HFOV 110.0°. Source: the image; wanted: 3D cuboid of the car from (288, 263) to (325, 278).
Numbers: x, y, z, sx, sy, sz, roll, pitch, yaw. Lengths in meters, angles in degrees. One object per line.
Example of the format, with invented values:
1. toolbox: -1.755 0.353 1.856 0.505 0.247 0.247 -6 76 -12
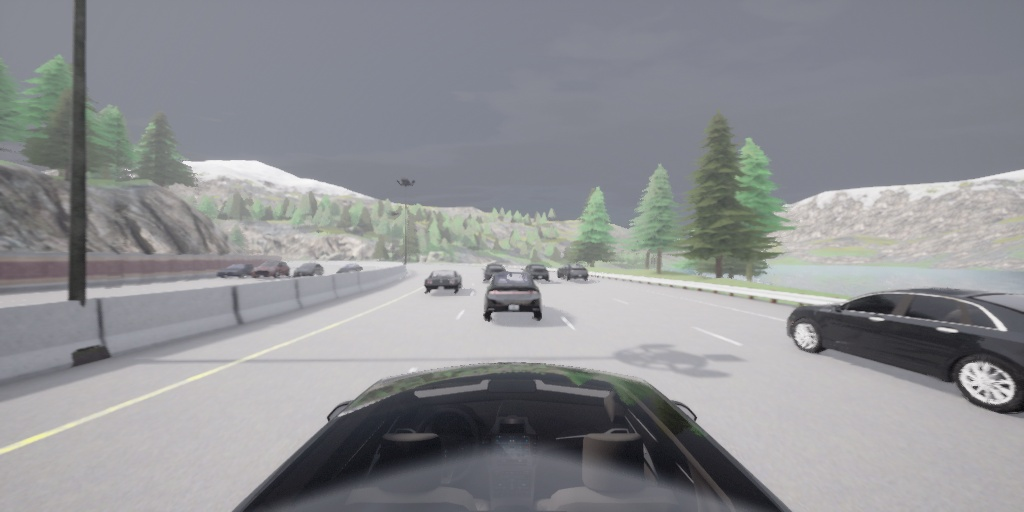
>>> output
1. car: -20.620 1.473 36.618 1.837 1.490 4.892 0 0 -12

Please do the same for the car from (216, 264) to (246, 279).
1. car: -27.750 1.517 36.706 2.033 1.411 5.357 0 0 -12

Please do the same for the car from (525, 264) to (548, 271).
1. car: 1.936 1.447 31.141 1.837 1.490 4.892 1 0 -8

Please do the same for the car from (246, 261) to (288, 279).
1. car: -24.055 1.318 35.959 2.097 1.767 4.553 0 0 -12

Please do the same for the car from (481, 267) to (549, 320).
1. car: -0.033 1.315 12.970 2.128 1.511 4.902 0 0 -2

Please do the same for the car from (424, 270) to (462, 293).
1. car: -4.042 1.479 21.721 1.895 1.301 4.718 0 0 -5

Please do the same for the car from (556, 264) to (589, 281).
1. car: 5.332 1.441 32.180 2.128 1.511 4.902 0 0 -8

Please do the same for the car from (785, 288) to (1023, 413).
1. car: 7.090 1.286 6.081 1.837 1.490 4.892 0 0 0

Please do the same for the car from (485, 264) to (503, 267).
1. car: -1.580 1.445 31.057 1.837 1.490 4.892 1 0 -8

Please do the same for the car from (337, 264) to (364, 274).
1. car: -17.605 1.537 39.432 2.033 1.411 5.357 0 0 -12
